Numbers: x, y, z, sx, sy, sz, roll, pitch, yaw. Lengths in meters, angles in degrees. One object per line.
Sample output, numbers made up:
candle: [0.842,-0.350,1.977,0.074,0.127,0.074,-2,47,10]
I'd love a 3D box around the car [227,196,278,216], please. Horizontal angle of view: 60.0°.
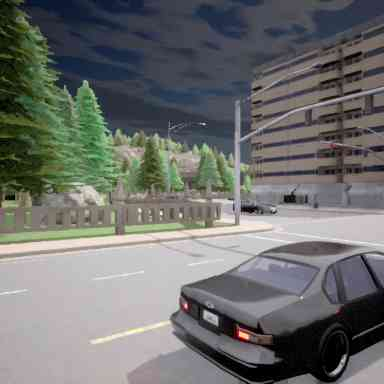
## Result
car: [5.928,1.436,31.694,2.128,1.511,4.902,0,0,-34]

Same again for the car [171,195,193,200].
car: [-0.643,1.492,43.185,2.033,1.411,5.357,0,0,-21]

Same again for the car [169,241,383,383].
car: [2.277,1.547,5.414,5.357,1.411,2.033,0,0,-35]

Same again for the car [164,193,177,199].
car: [-3.250,1.166,53.668,2.150,2.045,5.566,0,0,-5]
